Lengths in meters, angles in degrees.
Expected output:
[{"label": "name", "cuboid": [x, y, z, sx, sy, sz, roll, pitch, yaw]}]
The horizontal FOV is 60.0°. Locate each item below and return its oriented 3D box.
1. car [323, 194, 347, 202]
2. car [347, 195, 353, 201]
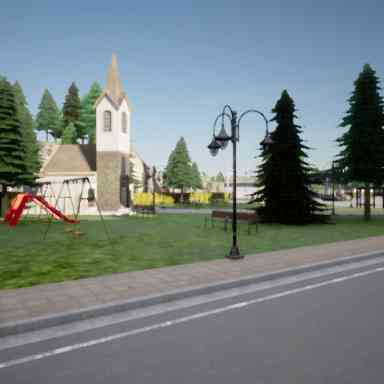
[{"label": "car", "cuboid": [30.587, 1.332, 72.599, 2.007, 1.523, 4.514, 0, 0, -34]}, {"label": "car", "cuboid": [33.159, 1.322, 74.396, 2.152, 1.636, 5.027, 0, 0, -34]}]
